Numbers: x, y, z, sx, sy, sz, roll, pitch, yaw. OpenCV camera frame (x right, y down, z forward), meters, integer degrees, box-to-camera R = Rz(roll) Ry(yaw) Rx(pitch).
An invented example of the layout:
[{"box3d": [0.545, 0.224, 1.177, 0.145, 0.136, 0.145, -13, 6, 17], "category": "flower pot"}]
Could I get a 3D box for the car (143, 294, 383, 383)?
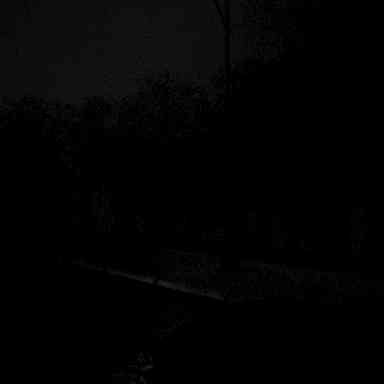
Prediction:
[{"box3d": [2.078, 1.501, 2.310, 5.357, 1.411, 2.033, 0, 0, 39], "category": "car"}]
